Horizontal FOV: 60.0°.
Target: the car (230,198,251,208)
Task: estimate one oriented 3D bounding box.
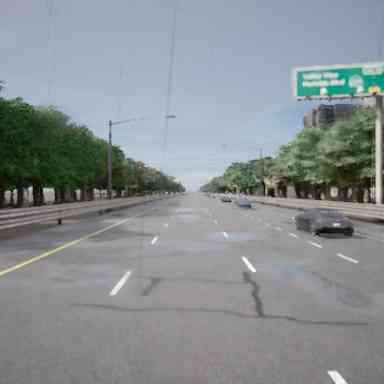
[{"bbox_3d":[7.046,1.534,46.456,2.033,1.411,5.357,0,0,0],"label":"car"}]

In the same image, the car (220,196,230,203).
[{"bbox_3d":[7.077,1.536,70.576,1.994,1.385,4.181,0,0,0],"label":"car"}]

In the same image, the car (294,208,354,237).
[{"bbox_3d":[7.015,1.562,18.134,1.994,1.385,4.181,0,0,0],"label":"car"}]
